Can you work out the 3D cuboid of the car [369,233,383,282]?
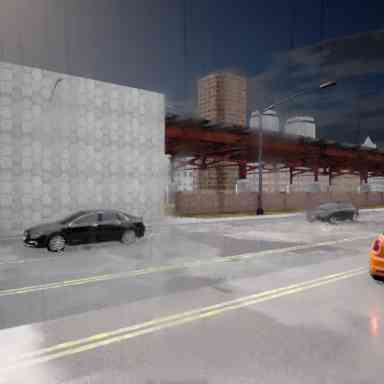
[{"bbox_3d":[6.580,1.354,8.471,4.553,1.767,2.097,0,0,-34],"label":"car"}]

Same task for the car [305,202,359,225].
[{"bbox_3d":[10.304,1.505,24.293,4.892,1.490,1.837,0,0,-36],"label":"car"}]

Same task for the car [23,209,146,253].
[{"bbox_3d":[-4.294,1.505,13.837,4.892,1.490,1.837,0,0,-36],"label":"car"}]
